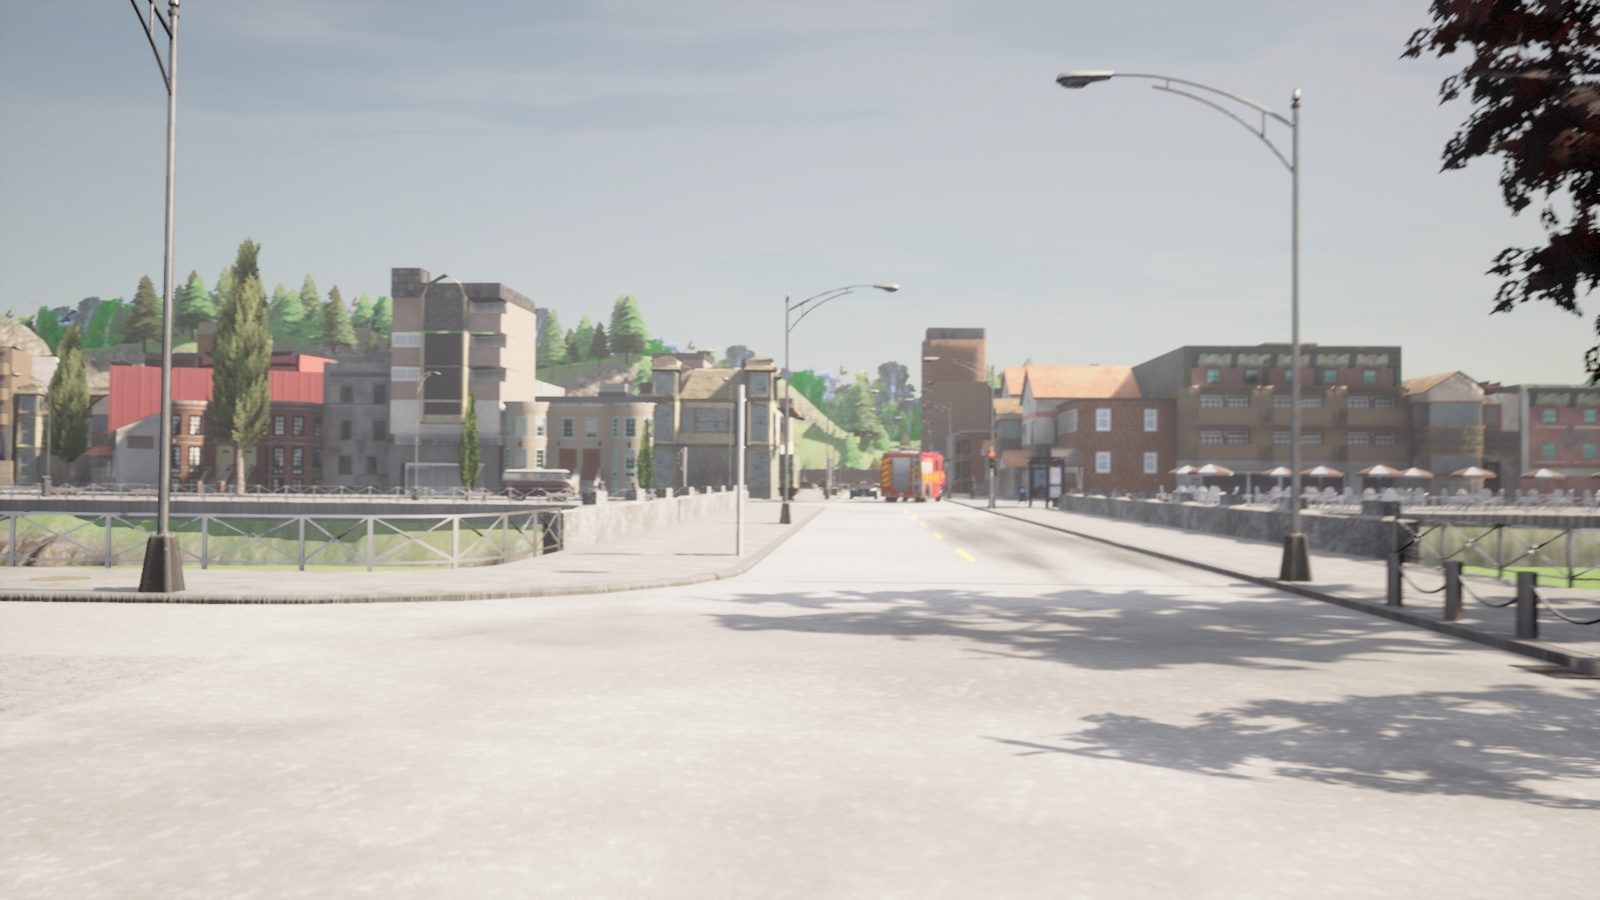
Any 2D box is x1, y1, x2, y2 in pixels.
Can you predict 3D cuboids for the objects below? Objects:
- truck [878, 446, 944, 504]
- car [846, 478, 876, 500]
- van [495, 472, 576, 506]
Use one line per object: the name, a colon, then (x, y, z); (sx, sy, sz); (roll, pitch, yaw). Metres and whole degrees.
truck: (7.798, 1.735, 87.126); (2.891, 3.827, 8.468); (0, -1, 17)
car: (4.756, 2.986, 97.697); (2.242, 1.667, 4.611); (0, -1, 3)
van: (-15.817, 2.318, 75.250); (4.442, 1.987, 1.775); (0, -1, 3)
